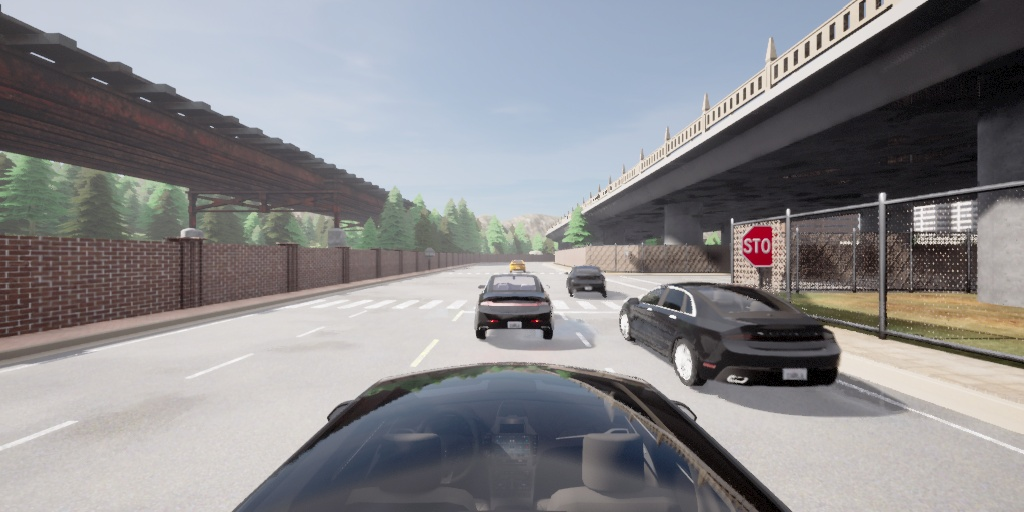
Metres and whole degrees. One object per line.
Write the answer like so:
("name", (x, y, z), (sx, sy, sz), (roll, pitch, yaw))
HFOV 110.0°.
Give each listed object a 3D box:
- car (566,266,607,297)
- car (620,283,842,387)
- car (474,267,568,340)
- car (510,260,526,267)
("car", (3.936, 1.255, 19.124), (1.837, 1.490, 4.892), (0, 0, 9))
("car", (3.557, 1.253, 6.926), (1.837, 1.490, 4.892), (0, 0, 0))
("car", (0.057, 1.242, 10.000), (2.128, 1.511, 4.902), (0, 0, 0))
("car", (0.719, 1.228, 44.556), (1.882, 1.535, 5.008), (0, 0, 1))
